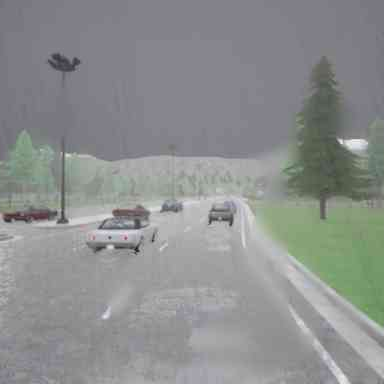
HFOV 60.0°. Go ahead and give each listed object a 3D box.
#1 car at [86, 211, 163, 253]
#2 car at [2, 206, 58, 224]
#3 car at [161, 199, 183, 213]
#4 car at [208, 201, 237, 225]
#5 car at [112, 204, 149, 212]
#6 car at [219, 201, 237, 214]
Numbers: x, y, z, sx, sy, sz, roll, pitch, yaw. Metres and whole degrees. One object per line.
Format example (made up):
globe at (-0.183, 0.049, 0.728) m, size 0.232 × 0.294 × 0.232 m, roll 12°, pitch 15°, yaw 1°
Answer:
car at (-2.737, 1.705, 14.207) m, size 1.895 × 1.301 × 4.718 m, roll 0°, pitch 0°, yaw 5°
car at (-12.918, 1.779, 26.789) m, size 1.895 × 1.301 × 4.718 m, roll 0°, pitch 0°, yaw 9°
car at (-2.426, 1.672, 41.957) m, size 2.097 × 1.767 × 4.553 m, roll 0°, pitch 0°, yaw 8°
car at (2.344, 1.702, 26.177) m, size 2.128 × 1.511 × 4.902 m, roll 0°, pitch 0°, yaw 8°
car at (-4.702, 1.672, 26.336) m, size 1.882 × 1.535 × 5.008 m, roll 0°, pitch -1°, yaw 8°
car at (4.612, 1.881, 41.720) m, size 2.033 × 1.411 × 5.357 m, roll 0°, pitch 0°, yaw 8°
